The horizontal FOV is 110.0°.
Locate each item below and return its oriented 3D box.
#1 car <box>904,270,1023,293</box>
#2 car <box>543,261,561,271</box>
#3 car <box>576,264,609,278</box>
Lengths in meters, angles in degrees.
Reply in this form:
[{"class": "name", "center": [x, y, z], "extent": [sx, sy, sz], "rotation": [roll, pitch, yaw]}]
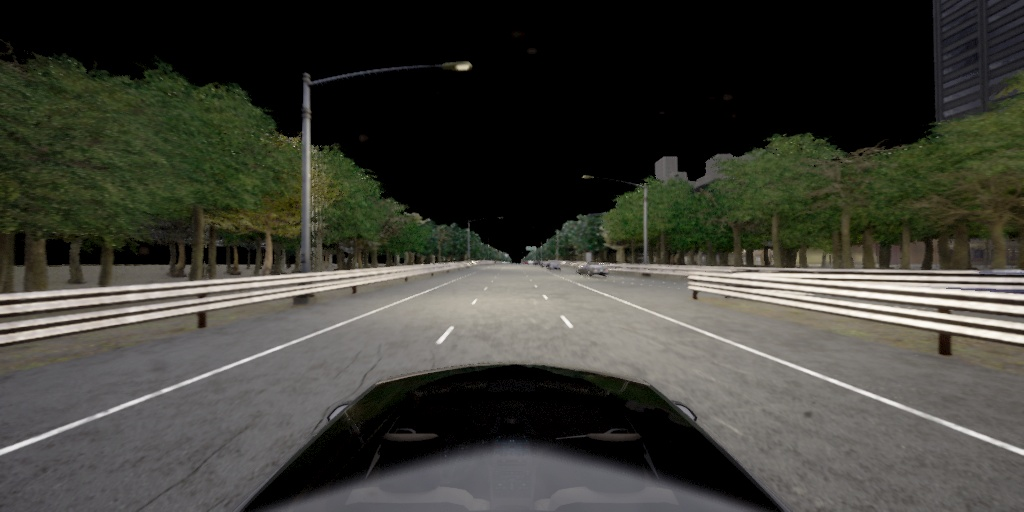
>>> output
[{"class": "car", "center": [17.998, 1.255, 13.371], "extent": [1.812, 1.442, 4.674], "rotation": [0, -2, -25]}, {"class": "car", "center": [6.741, 1.677, 58.529], "extent": [2.033, 1.411, 5.357], "rotation": [0, 0, -1]}, {"class": "car", "center": [8.799, 1.573, 39.590], "extent": [2.033, 1.411, 5.357], "rotation": [0, 0, -11]}]
